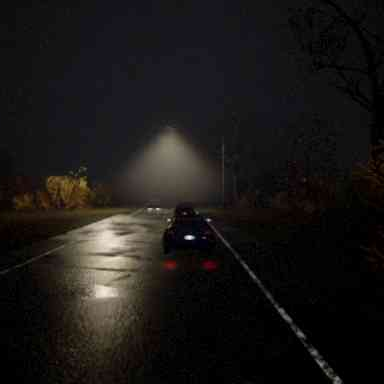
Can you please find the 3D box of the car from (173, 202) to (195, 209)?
[{"bbox_3d":[-0.711,1.627,29.781,1.812,1.442,4.674,0,0,-3],"label":"car"}]

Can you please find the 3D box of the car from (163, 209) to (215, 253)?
[{"bbox_3d":[-0.137,1.608,13.932,1.994,1.385,4.181,0,0,-1],"label":"car"}]

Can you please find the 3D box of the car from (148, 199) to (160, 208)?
[{"bbox_3d":[-5.754,1.740,50.920,2.033,1.411,5.357,0,0,-4],"label":"car"}]
